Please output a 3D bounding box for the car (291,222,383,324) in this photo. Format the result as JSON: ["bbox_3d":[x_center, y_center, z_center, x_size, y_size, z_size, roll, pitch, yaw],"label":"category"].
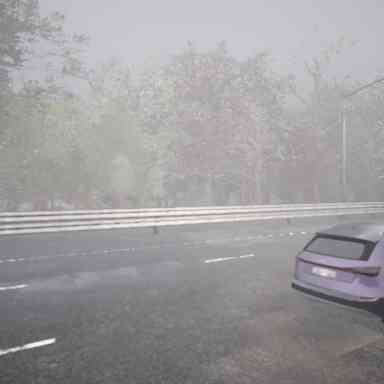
[{"bbox_3d":[4.161,1.443,6.887,4.856,1.649,2.033,0,0,-32],"label":"car"}]
